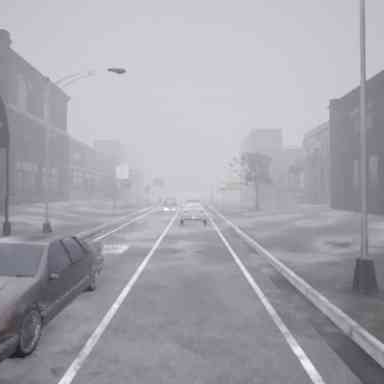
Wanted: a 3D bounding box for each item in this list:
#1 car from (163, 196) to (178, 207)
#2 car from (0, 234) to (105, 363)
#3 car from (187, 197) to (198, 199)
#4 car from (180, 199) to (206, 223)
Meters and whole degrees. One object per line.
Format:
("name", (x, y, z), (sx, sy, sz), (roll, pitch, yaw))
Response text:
("car", (-3.084, 1.375, 48.071), (2.128, 1.511, 4.902), (0, 0, 0))
("car", (-3.099, 1.546, 6.226), (2.033, 1.411, 5.357), (0, 0, 0))
("car", (0.092, 1.403, 42.757), (2.163, 1.488, 4.792), (0, 0, 0))
("car", (0.098, 1.491, 24.768), (1.812, 1.442, 4.674), (0, 0, 0))
